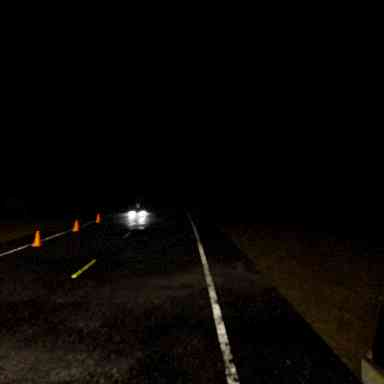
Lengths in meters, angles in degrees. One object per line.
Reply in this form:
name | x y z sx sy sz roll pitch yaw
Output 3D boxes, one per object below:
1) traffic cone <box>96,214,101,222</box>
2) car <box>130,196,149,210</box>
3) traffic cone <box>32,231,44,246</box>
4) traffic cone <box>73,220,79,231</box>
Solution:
traffic cone | -6.639 1.830 23.585 0.340 0.580 0.340 0 0 -2
car | -6.009 1.265 38.572 2.128 1.511 4.902 0 0 -4
traffic cone | -6.324 1.888 13.637 0.340 0.580 0.340 0 0 -1
traffic cone | -6.461 1.860 18.612 0.340 0.580 0.340 0 0 -2
